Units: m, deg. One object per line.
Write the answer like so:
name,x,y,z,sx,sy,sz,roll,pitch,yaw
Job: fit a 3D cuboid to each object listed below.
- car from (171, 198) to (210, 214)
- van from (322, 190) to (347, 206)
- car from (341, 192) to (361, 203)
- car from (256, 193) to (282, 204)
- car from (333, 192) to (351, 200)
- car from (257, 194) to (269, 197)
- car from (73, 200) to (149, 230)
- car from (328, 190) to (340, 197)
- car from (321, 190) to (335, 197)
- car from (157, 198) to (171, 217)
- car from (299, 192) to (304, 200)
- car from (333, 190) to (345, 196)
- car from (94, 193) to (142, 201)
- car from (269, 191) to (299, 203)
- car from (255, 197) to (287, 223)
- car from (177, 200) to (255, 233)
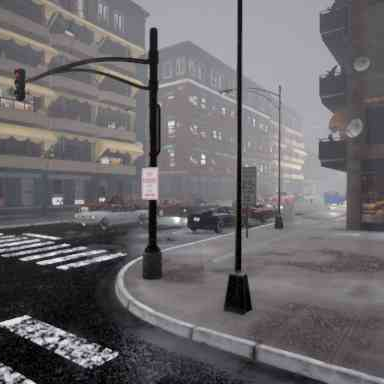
car,0.561,1.202,26.817,1.994,1.385,4.181,1,1,34
van,17.452,0.721,40.725,1.690,1.788,3.998,2,2,35
car,23.858,0.764,49.842,1.887,1.381,4.507,2,2,35
car,10.618,0.879,45.582,1.947,1.339,4.313,2,2,35
car,25.897,0.695,57.261,1.895,1.301,4.718,1,1,35
car,5.812,1.012,34.254,1.837,1.490,4.892,1,1,35
car,-4.532,1.367,19.551,1.895,1.301,4.718,1,1,35
car,33.049,0.335,77.477,1.802,1.307,4.206,2,2,35
car,29.845,0.378,72.921,1.887,1.381,4.507,2,2,35
car,-2.201,1.179,27.356,1.887,1.381,4.507,2,2,35
car,17.026,0.719,54.695,1.947,1.339,4.313,2,2,35
car,36.254,0.256,82.034,1.802,1.307,4.206,2,2,35
car,-5.403,1.030,22.794,2.192,1.841,5.009,2,2,35
car,11.517,0.717,42.315,2.097,1.767,4.553,1,1,35
car,4.631,1.283,22.504,1.802,1.307,4.206,2,2,35
car,1.426,1.347,17.947,1.947,1.339,4.313,2,2,35
